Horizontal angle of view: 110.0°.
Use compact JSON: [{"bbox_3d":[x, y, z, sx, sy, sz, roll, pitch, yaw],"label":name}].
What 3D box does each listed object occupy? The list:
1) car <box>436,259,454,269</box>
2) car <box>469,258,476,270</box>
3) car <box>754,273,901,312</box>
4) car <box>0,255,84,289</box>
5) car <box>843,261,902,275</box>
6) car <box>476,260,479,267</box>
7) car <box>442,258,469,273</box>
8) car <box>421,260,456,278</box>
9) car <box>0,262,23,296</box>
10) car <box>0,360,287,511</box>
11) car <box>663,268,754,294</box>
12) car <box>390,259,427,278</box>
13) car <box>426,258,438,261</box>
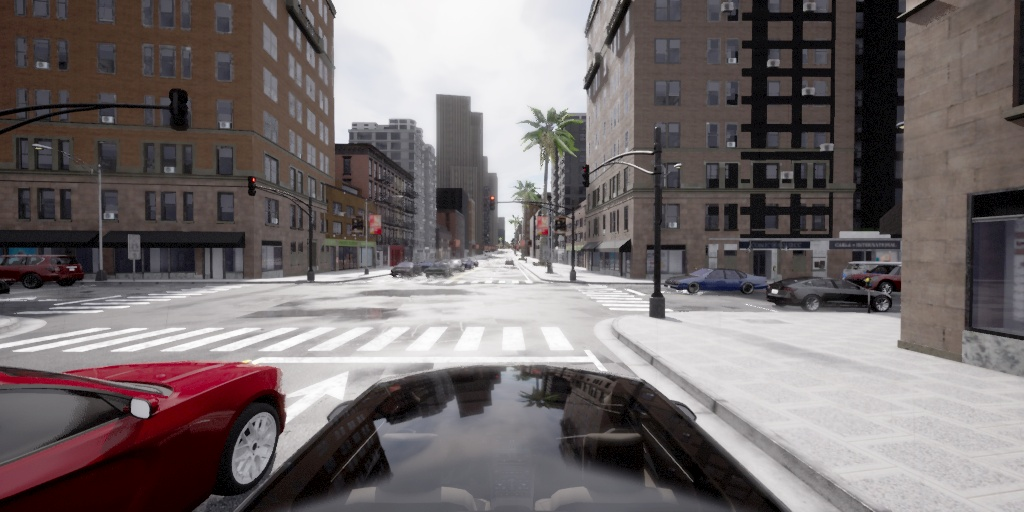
[{"bbox_3d":[-10.234,1.235,55.300,1.837,1.490,4.892,0,0,0],"label":"car"},{"bbox_3d":[-6.974,1.083,53.757,2.097,1.767,4.553,0,0,-1],"label":"car"},{"bbox_3d":[12.864,1.514,14.727,4.313,1.339,1.948,0,0,0],"label":"car"},{"bbox_3d":[-27.278,0.836,19.926,5.009,1.841,2.192,0,0,-9],"label":"car"},{"bbox_3d":[21.962,1.285,20.683,4.553,1.767,2.097,0,1,0],"label":"car"},{"bbox_3d":[-7.009,1.317,63.633,1.895,1.301,4.718,0,0,0],"label":"car"},{"bbox_3d":[-6.908,1.231,44.107,2.128,1.511,4.902,0,0,0],"label":"car"},{"bbox_3d":[-6.825,1.344,33.666,1.895,1.301,4.718,0,0,-1],"label":"car"},{"bbox_3d":[-24.033,1.126,14.593,4.892,1.490,1.837,1,1,-9],"label":"car"},{"bbox_3d":[-3.144,1.228,1.490,1.882,1.535,5.008,0,0,1],"label":"car"},{"bbox_3d":[11.707,1.401,20.673,5.357,1.411,2.033,0,1,0],"label":"car"},{"bbox_3d":[-10.088,1.290,34.611,2.033,1.411,5.357,0,0,-1],"label":"car"},{"bbox_3d":[-10.164,1.090,44.555,2.097,1.767,4.553,0,0,0],"label":"car"}]
